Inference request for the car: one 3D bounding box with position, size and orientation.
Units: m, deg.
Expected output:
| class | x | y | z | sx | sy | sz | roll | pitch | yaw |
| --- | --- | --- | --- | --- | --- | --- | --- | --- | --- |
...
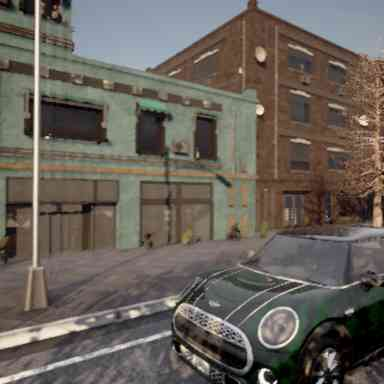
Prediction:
| class | x | y | z | sx | sy | sz | roll | pitch | yaw |
| --- | --- | --- | --- | --- | --- | --- | --- | --- | --- |
| car | 1.934 | 1.356 | 5.042 | 4.553 | 1.767 | 2.097 | 0 | 0 | -35 |
